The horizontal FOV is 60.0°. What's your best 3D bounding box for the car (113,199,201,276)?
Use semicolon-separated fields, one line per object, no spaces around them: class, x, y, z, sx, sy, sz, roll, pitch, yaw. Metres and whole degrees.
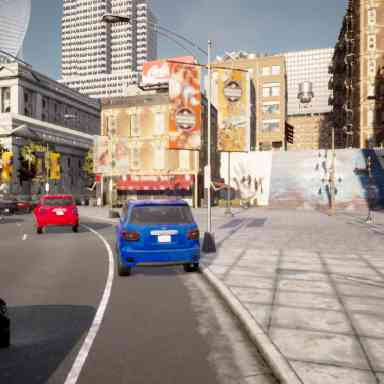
car;-1.297;1.218;10.621;2.150;2.045;5.566;0;0;-14

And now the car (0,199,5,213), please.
car;-15.705;1.474;24.770;2.128;1.511;4.902;0;0;-38

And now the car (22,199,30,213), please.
car;-15.682;1.577;34.738;1.895;1.301;4.718;0;0;-43

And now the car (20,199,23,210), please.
car;-20.128;1.497;38.354;4.674;1.452;2.002;0;0;37

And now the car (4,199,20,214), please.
car;-19.659;1.482;33.732;4.892;1.490;1.837;0;0;42

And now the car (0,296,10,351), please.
car;-3.369;1.350;2.493;2.097;1.767;4.553;0;0;-2

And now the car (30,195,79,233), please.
car;-8.256;1.213;19.965;2.150;2.045;5.566;0;0;-28
